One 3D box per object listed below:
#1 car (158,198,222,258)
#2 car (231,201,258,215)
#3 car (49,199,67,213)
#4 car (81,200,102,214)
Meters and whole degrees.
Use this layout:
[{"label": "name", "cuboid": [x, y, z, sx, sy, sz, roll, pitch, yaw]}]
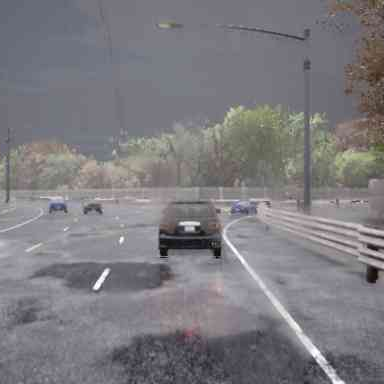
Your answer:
[{"label": "car", "cuboid": [-0.018, 1.260, 13.134, 2.150, 2.045, 5.566, 0, 0, 1]}, {"label": "car", "cuboid": [5.592, 1.619, 34.863, 1.812, 1.442, 4.674, 0, 0, 29]}, {"label": "car", "cuboid": [-16.029, 1.623, 39.811, 1.882, 1.535, 5.008, 0, 0, -23]}, {"label": "car", "cuboid": [-11.205, 1.634, 37.201, 1.837, 1.490, 4.892, 0, 0, -21]}]
